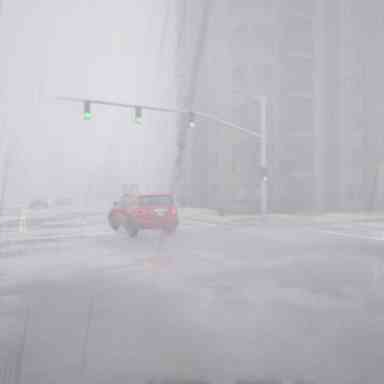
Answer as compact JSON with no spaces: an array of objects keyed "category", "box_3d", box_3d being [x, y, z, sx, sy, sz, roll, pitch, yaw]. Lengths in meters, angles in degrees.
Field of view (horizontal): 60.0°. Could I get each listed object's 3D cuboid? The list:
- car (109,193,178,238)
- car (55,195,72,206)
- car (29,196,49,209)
[{"category":"car","box_3d":[-2.630,1.047,17.045,2.150,2.045,5.566,-1,1,-28]},{"category":"car","box_3d":[-18.263,1.143,47.164,1.812,1.442,4.674,-1,1,-27]},{"category":"car","box_3d":[-18.565,1.221,40.366,1.812,1.442,4.674,-1,1,-27]}]
